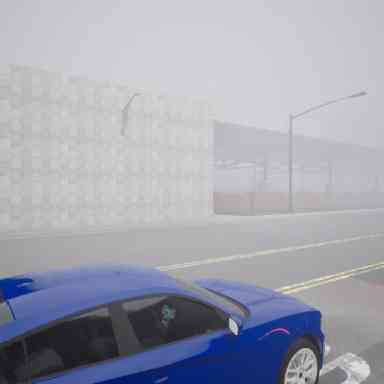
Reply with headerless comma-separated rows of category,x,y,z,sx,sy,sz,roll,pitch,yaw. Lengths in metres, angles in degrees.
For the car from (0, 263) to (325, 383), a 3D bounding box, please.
car,-0.712,1.478,3.242,5.008,1.535,1.882,0,0,-36
